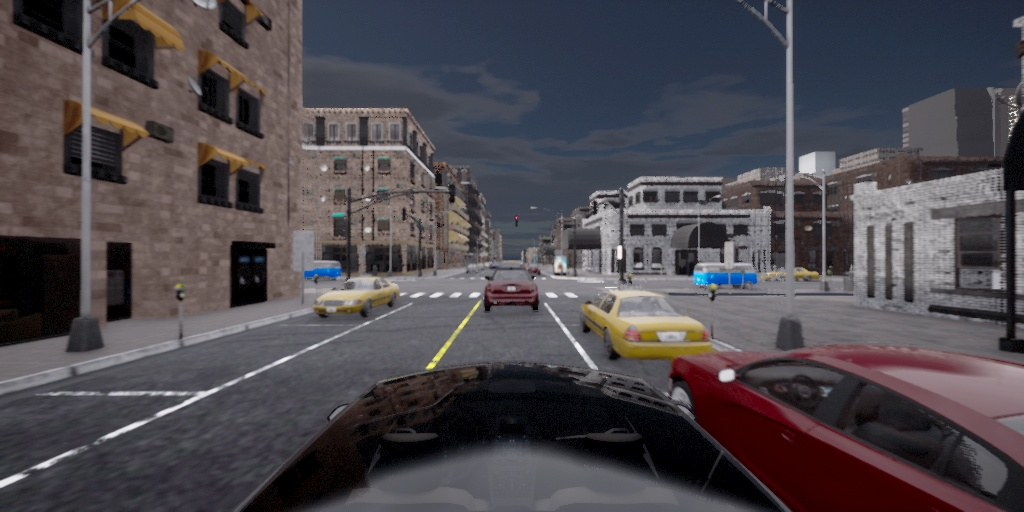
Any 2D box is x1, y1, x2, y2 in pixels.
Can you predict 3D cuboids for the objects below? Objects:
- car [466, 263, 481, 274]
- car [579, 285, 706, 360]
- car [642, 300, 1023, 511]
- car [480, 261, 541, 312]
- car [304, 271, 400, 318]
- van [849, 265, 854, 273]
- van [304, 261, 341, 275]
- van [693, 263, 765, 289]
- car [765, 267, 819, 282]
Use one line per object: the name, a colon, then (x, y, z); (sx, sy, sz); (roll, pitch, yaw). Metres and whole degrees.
car: (-5.702, 1.825, 52.025); (2.007, 1.370, 4.403); (0, 0, 0)
car: (2.690, 1.340, 8.347); (1.751, 1.417, 4.829); (0, 0, 0)
car: (2.691, 1.303, 2.480); (1.888, 1.381, 4.507); (0, 0, 0)
car: (-0.089, 1.237, 15.262); (2.097, 1.767, 4.553); (0, -1, -2)
car: (-5.693, 1.397, 13.706); (1.751, 1.417, 4.829); (0, 0, 0)
van: (25.694, 1.420, 24.730); (3.998, 1.789, 1.690); (0, 0, 0)
van: (-17.772, 1.346, 32.778); (3.998, 1.789, 1.690); (0, 0, 0)
van: (14.651, 1.390, 24.646); (3.998, 1.789, 1.690); (0, 0, 0)
car: (25.478, 1.630, 33.109); (4.829, 1.417, 1.751); (0, 0, 0)
